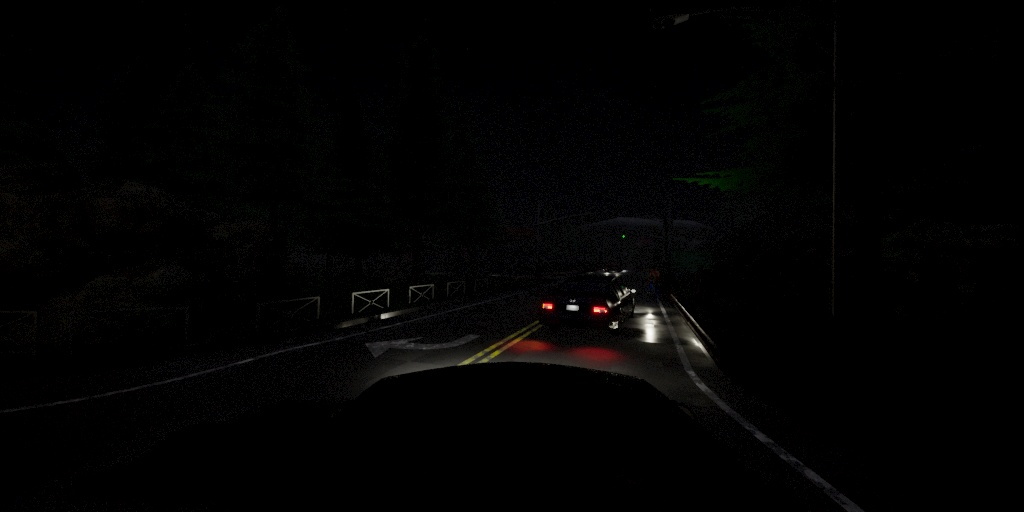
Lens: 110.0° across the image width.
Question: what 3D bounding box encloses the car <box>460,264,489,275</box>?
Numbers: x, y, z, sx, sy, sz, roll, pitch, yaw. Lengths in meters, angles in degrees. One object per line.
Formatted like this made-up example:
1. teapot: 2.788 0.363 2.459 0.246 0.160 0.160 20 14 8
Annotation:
1. car: -4.937 1.698 44.867 4.181 1.385 1.994 1 -1 20

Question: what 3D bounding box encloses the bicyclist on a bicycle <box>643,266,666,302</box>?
1. bicyclist on a bicycle: 6.586 1.294 16.503 1.656 1.620 0.582 1 -1 -31

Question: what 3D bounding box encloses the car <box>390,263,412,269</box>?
1. car: -14.303 1.586 48.356 4.181 1.385 1.994 1 -1 21

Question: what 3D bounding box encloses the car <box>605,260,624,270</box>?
1. car: 16.920 1.710 59.822 2.150 2.045 5.566 1 -1 20

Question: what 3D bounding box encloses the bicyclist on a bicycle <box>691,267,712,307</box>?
1. bicyclist on a bicycle: 8.017 1.305 15.106 1.656 1.620 0.582 1 -1 -34

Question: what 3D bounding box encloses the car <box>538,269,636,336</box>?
1. car: 2.400 1.253 10.337 2.033 1.411 5.357 1 -1 25

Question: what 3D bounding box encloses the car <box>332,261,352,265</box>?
1. car: -24.036 1.457 52.282 5.357 1.411 2.033 1 -1 24
